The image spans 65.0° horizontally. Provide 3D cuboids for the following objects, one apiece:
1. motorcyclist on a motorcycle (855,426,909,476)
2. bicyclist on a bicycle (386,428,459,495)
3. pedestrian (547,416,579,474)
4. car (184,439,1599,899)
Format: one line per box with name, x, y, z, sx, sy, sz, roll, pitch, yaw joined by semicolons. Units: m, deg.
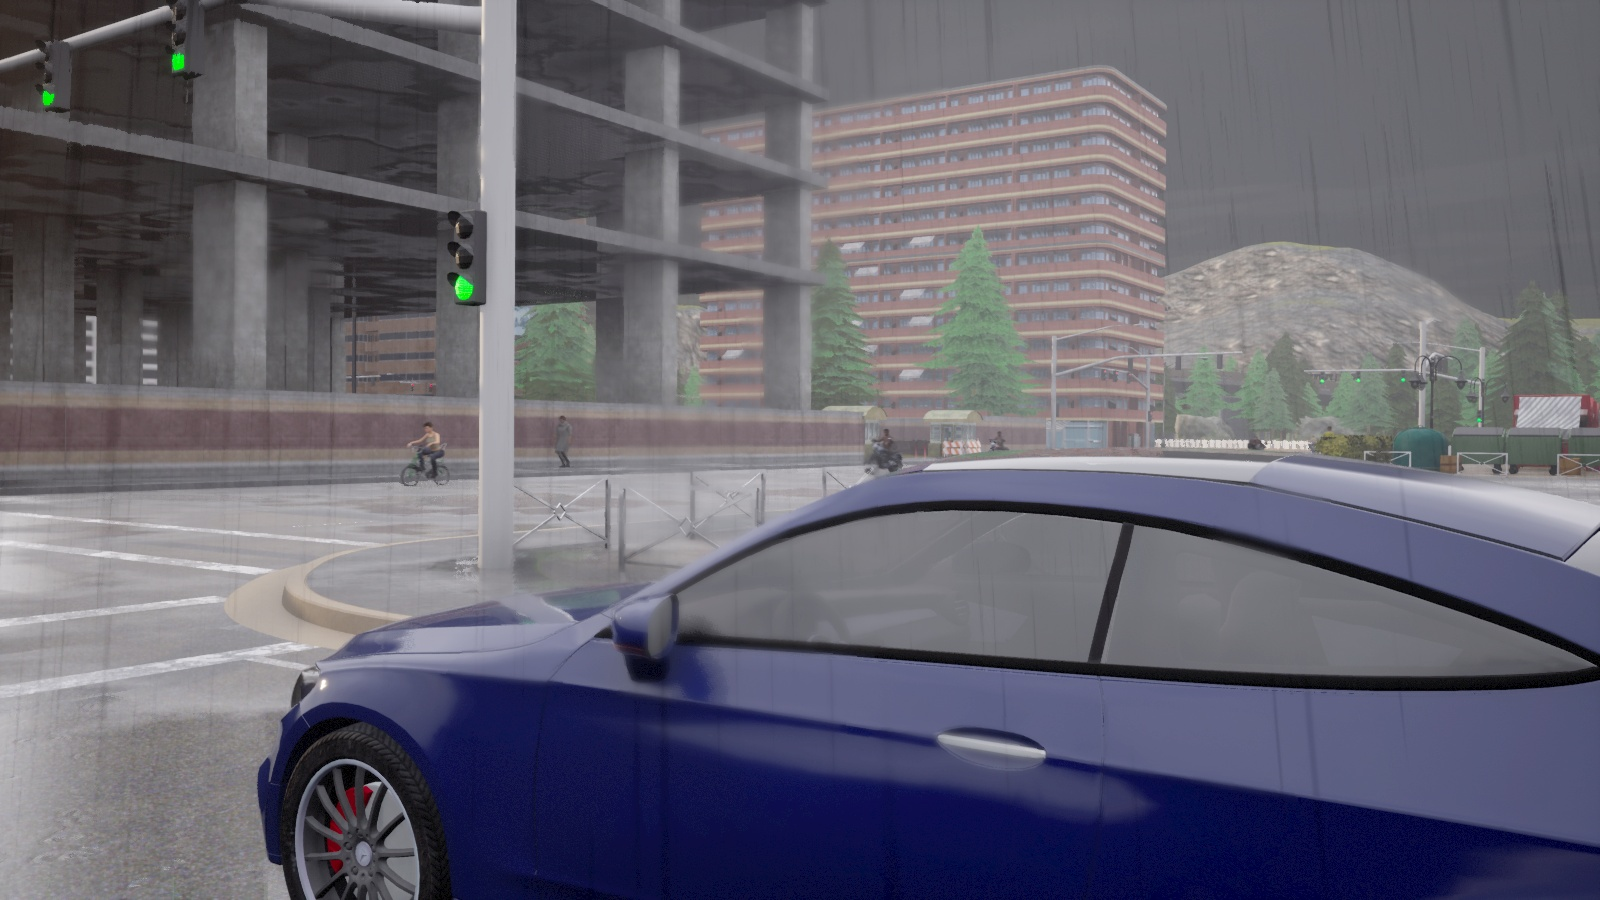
motorcyclist on a motorcycle;2.825;0.013;43.068;0.766;1.649;2.350;0;1;33
bicyclist on a bicycle;-9.306;0.273;31.023;0.866;1.612;1.509;0;1;34
pedestrian;-8.096;-0.175;42.904;0.659;1.952;0.873;0;1;26
car;0.620;0.708;3.212;4.674;1.442;1.812;0;1;34
